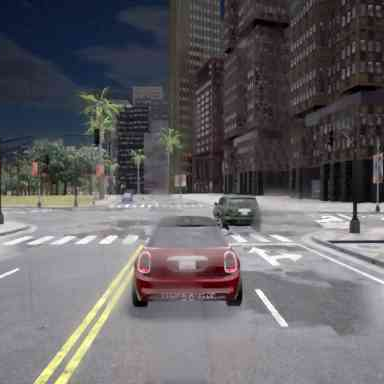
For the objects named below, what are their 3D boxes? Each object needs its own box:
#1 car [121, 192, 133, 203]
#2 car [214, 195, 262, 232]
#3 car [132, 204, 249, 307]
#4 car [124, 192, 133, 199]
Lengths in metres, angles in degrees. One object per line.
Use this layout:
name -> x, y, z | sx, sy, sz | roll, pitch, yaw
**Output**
car -> -11.602, 1.101, 59.577 | 1.812, 1.442, 4.674 | 0, 1, -9
car -> 2.641, 1.212, 20.275 | 2.150, 2.045, 5.566 | 0, 0, -3
car -> -0.130, 1.350, 8.146 | 2.097, 1.767, 4.553 | 0, 0, -1
car -> -14.436, 0.843, 75.601 | 1.882, 1.535, 5.008 | 0, 1, -11
